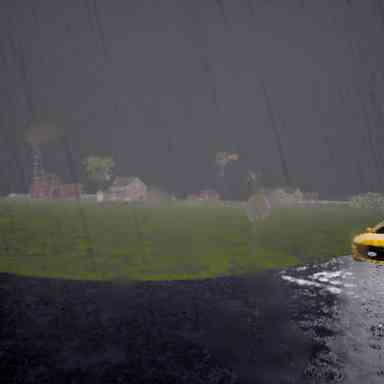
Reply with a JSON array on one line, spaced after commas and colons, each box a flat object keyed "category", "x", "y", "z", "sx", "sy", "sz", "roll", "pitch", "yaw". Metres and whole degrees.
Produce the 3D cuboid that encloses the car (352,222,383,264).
[{"category": "car", "x": 7.841, "y": 1.797, "z": 12.327, "sx": 5.008, "sy": 1.535, "sz": 1.882, "roll": 2, "pitch": -1, "yaw": -37}]
